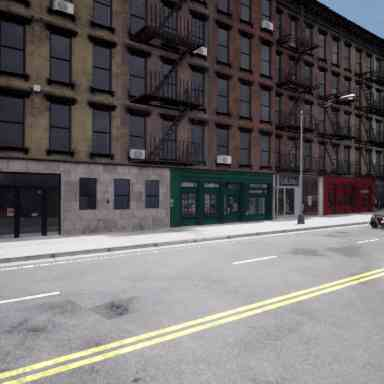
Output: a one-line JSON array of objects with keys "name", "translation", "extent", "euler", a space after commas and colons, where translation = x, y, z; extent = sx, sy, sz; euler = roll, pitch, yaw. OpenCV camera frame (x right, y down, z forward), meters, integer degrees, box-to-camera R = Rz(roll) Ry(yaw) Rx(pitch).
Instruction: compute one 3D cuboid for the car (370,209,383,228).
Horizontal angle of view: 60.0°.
[{"name": "car", "translation": [12.983, 1.574, 20.871], "extent": [4.181, 1.385, 1.994], "euler": [0, 0, -35]}]
